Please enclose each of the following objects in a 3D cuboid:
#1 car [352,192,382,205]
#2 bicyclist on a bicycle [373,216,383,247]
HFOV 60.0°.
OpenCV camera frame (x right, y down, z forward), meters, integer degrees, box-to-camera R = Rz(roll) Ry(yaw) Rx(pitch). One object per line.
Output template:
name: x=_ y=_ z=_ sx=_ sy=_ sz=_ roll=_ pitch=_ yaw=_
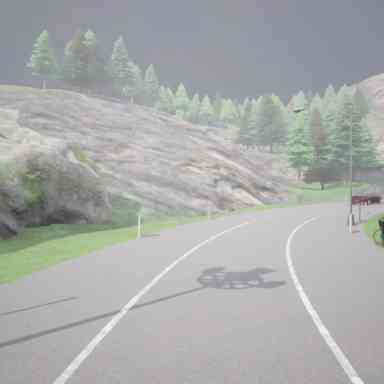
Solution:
car: x=21.321 y=0.741 z=40.599 sx=5.008 sy=1.535 sz=1.882 roll=-2 pitch=1 yaw=-38
bicyclist on a bicycle: x=7.949 y=1.368 z=13.114 sx=0.582 sy=1.620 sz=1.656 roll=-3 pitch=-1 yaw=-34
